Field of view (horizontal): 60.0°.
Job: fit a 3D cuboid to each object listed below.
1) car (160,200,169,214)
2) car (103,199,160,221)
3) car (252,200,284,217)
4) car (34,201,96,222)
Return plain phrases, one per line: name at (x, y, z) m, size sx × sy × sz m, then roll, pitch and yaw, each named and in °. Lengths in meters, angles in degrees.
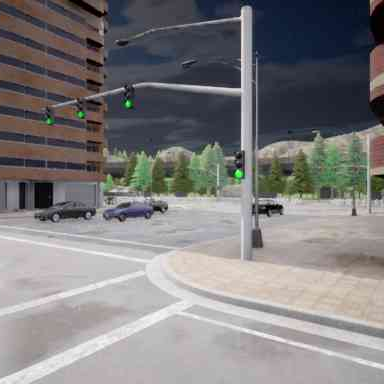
car at (-4.431, 1.492, 33.860) m, size 2.128 × 1.511 × 4.902 m, roll 0°, pitch 0°, yaw 36°
car at (-5.059, 1.526, 27.060) m, size 1.812 × 1.442 × 4.674 m, roll 0°, pitch 0°, yaw 36°
car at (7.151, 1.478, 31.720) m, size 1.882 × 1.535 × 5.008 m, roll 0°, pitch 0°, yaw 36°
car at (-9.918, 1.505, 26.322) m, size 1.837 × 1.490 × 4.892 m, roll 0°, pitch 0°, yaw 36°
